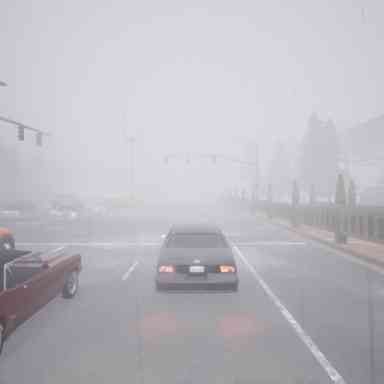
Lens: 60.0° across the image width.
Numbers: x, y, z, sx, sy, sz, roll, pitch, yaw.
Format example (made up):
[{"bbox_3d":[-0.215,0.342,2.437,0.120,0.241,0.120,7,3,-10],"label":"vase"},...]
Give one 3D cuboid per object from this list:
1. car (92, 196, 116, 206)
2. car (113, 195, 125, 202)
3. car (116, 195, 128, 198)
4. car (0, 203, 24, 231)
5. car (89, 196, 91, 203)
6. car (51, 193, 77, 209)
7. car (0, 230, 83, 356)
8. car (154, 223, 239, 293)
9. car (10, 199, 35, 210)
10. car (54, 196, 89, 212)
[{"bbox_3d":[-14.143,1.600,53.605,1.895,1.301,4.718,0,0,0],"label":"car"},{"bbox_3d":[-17.577,1.466,80.050,1.882,1.535,5.008,0,0,0],"label":"car"},{"bbox_3d":[-14.066,1.539,68.816,2.033,1.411,5.357,0,0,0],"label":"car"},{"bbox_3d":[-6.909,1.352,9.183,2.097,1.767,4.553,0,0,0],"label":"car"},{"bbox_3d":[-21.065,1.539,68.025,2.033,1.411,5.357,0,0,0],"label":"car"},{"bbox_3d":[-17.643,1.222,46.454,2.150,2.045,5.566,0,0,0],"label":"car"},{"bbox_3d":[-3.405,1.601,5.519,1.895,1.301,4.718,0,0,0],"label":"car"},{"bbox_3d":[0.091,1.547,8.974,2.033,1.411,5.357,0,0,0],"label":"car"},{"bbox_3d":[-21.139,1.564,40.878,1.994,1.385,4.181,0,0,0],"label":"car"},{"bbox_3d":[-14.138,1.525,39.216,1.812,1.442,4.674,0,0,0],"label":"car"}]
